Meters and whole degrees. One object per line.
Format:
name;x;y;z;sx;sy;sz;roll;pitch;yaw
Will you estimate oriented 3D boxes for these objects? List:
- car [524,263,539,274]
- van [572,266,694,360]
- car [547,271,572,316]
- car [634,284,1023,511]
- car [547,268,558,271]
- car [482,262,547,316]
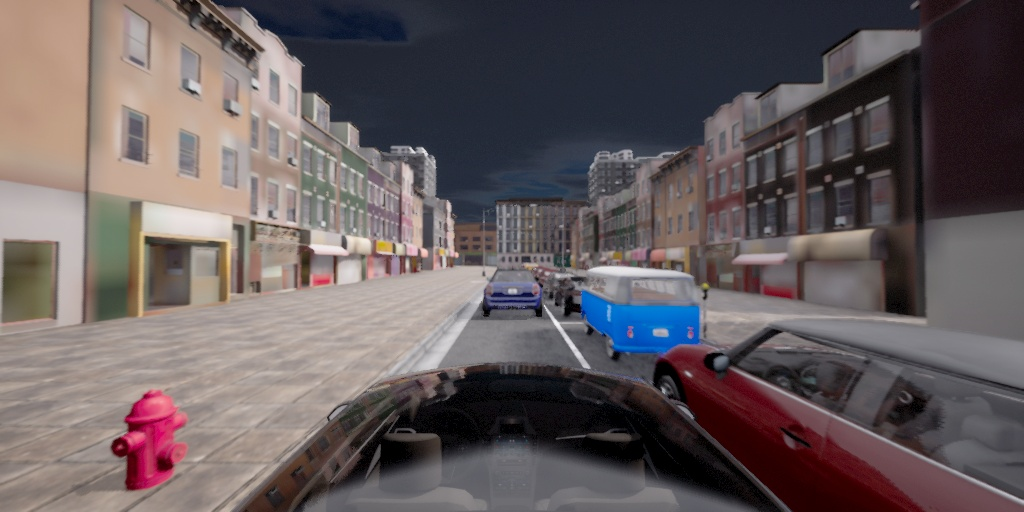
car;2.736;1.722;50.596;1.882;1.535;5.008;0;-1;0
van;2.637;1.151;8.236;1.690;1.789;3.998;0;0;0
car;2.636;1.429;13.739;1.948;1.339;4.313;0;0;0
car;2.639;1.199;2.733;1.967;1.591;4.097;0;0;0
car;2.634;1.468;19.242;2.007;1.370;4.403;0;0;0
car;0.041;1.218;14.147;2.097;1.767;4.553;0;-1;0
